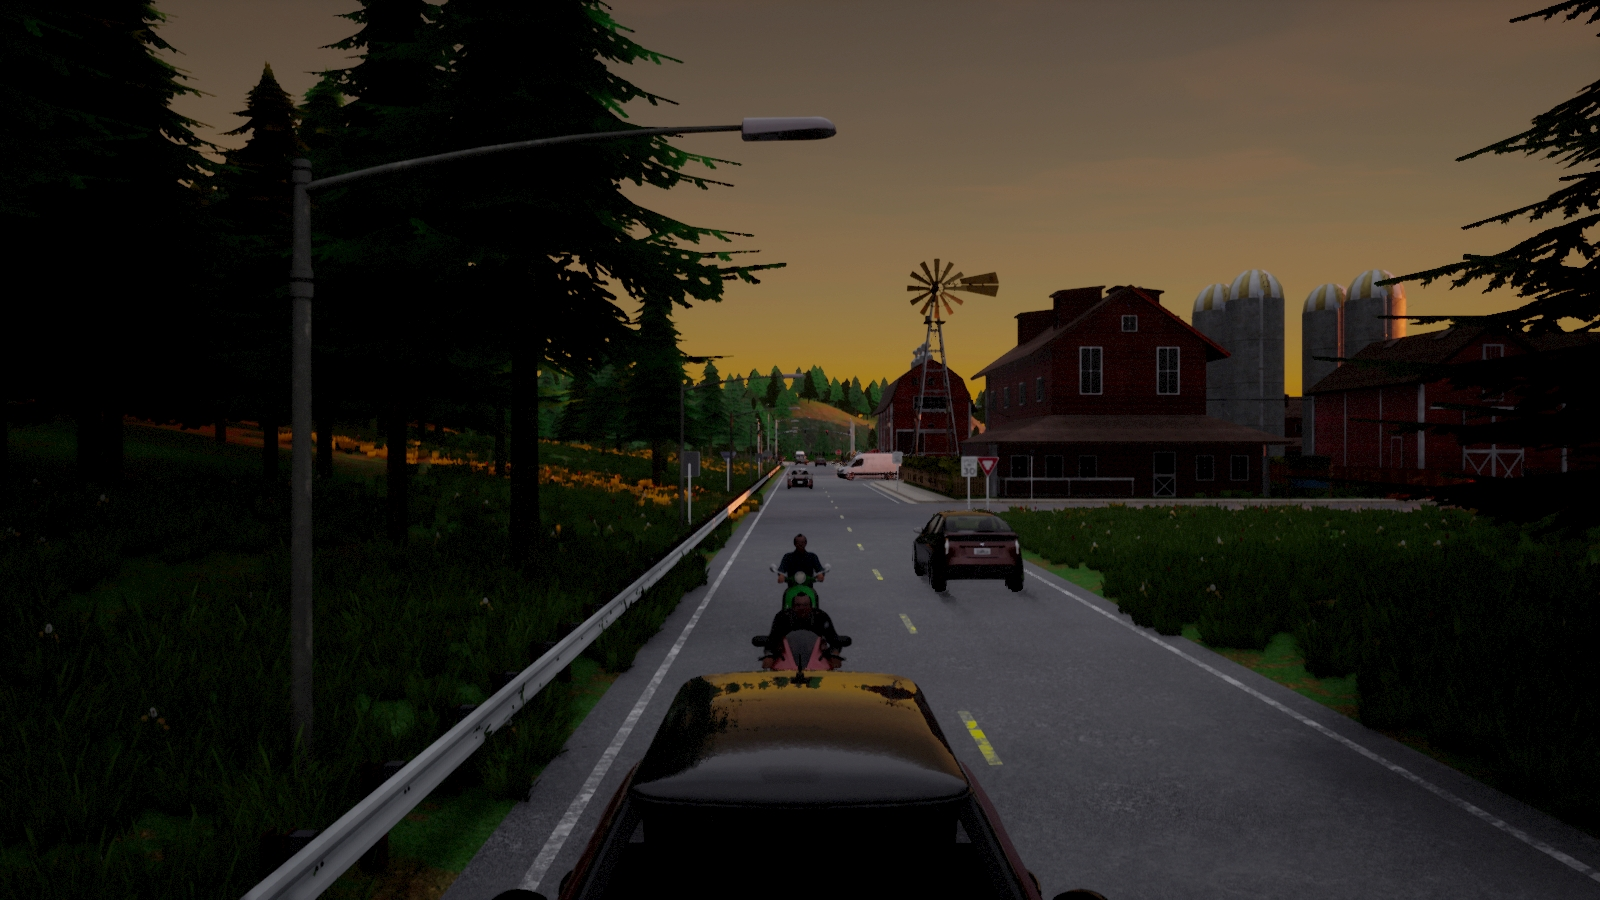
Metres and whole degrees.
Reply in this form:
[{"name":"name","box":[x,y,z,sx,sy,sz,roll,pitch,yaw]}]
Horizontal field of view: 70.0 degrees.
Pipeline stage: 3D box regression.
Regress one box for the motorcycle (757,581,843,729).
[{"name":"motorcycle","box":[0.004,2.209,12.706,0.867,1.251,2.209,0,0,0]}]

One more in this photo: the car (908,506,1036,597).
[{"name":"car","box":[3.502,2.046,24.122,2.007,1.525,4.514,0,0,0]}]

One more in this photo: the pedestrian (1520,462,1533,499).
[{"name":"pedestrian","box":[37.163,1.571,58.436,0.375,1.860,0.375,0,0,-6]}]

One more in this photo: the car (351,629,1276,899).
[{"name":"car","box":[0.031,1.908,4.310,2.097,1.767,4.553,0,0,0]}]
